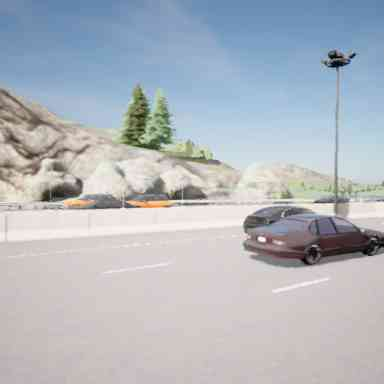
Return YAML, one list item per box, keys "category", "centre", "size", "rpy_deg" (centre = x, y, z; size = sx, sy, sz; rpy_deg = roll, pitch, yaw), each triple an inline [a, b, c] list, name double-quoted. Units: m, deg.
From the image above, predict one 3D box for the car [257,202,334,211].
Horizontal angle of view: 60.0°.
- category: "car"
  centre: [4.559, 1.370, 15.175]
  size: [4.892, 1.490, 1.837]
  rpy_deg: [0, 0, -31]

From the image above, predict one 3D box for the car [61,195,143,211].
- category: "car"
  centre: [-5.682, 1.174, 21.214]
  size: [5.008, 1.535, 1.882]
  rpy_deg: [0, 1, -33]

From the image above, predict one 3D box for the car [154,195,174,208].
- category: "car"
  centre: [-3.782, 1.005, 26.579]
  size: [4.553, 1.767, 2.097]
  rpy_deg: [0, 1, -32]

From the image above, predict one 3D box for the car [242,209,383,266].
- category: "car"
  centre: [4.222, 1.455, 11.134]
  size: [5.357, 1.411, 2.033]
  rpy_deg: [0, 1, -31]
